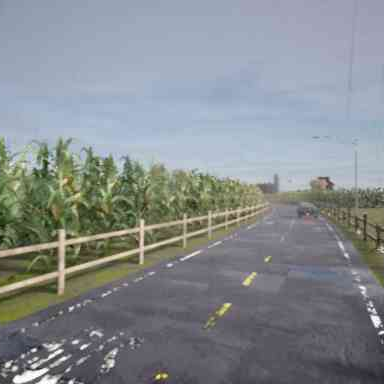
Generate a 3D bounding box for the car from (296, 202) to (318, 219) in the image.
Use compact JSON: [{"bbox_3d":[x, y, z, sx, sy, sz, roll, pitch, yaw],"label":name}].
[{"bbox_3d":[12.519,2.035,36.097,1.837,1.490,4.892,0,-1,18],"label":"car"}]
